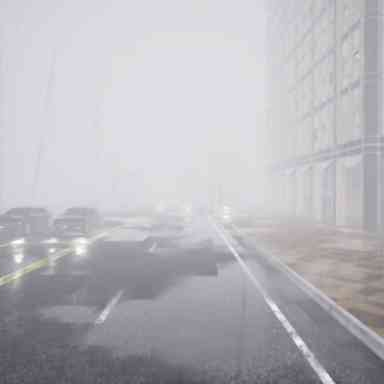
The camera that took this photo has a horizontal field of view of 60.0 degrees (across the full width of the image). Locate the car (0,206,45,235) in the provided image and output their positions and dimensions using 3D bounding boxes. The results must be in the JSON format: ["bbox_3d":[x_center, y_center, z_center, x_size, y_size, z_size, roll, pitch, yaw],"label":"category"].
[{"bbox_3d":[-9.852,1.600,19.644,1.837,1.490,4.892,0,0,0],"label":"car"}]

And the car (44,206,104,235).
[{"bbox_3d":[-6.602,1.600,19.657,1.837,1.490,4.892,0,0,0],"label":"car"}]
